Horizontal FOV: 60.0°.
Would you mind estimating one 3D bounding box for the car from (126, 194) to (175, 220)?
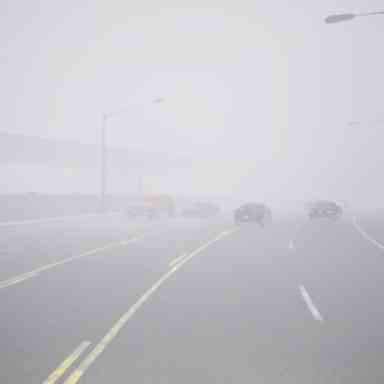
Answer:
[{"bbox_3d":[-3.410,1.236,28.736,2.150,2.045,5.566,0,0,23],"label":"car"}]

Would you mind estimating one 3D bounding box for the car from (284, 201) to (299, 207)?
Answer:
[{"bbox_3d":[19.295,2.247,62.410,1.895,1.301,4.718,-1,-3,44],"label":"car"}]

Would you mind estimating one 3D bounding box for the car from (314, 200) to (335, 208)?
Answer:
[{"bbox_3d":[25.382,2.265,63.488,4.892,1.490,1.837,3,-3,-43],"label":"car"}]

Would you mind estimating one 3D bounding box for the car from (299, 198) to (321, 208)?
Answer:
[{"bbox_3d":[15.432,1.532,41.333,2.128,1.511,4.902,-1,-1,36],"label":"car"}]

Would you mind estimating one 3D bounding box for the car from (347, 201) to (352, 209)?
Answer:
[{"bbox_3d":[22.947,1.854,51.011,1.812,1.442,4.674,-1,-2,41],"label":"car"}]

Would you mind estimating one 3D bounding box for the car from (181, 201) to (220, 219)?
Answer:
[{"bbox_3d":[0.909,1.551,29.896,2.033,1.411,5.357,0,0,25],"label":"car"}]

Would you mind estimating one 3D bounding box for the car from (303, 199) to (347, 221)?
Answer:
[{"bbox_3d":[10.830,1.506,26.810,2.033,1.411,5.357,0,0,31],"label":"car"}]

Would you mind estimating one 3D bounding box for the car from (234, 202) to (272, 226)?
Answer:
[{"bbox_3d":[4.351,1.460,23.337,1.882,1.535,5.008,0,0,22],"label":"car"}]
